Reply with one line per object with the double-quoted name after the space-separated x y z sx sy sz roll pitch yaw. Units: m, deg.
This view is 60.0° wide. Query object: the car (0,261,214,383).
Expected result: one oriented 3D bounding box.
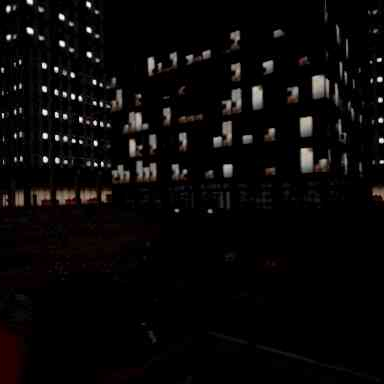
-1.876 1.575 4.231 4.507 1.381 1.887 -1 -1 36 "car"
